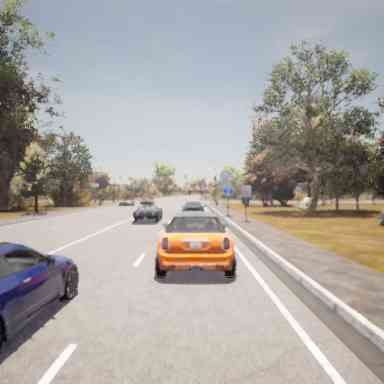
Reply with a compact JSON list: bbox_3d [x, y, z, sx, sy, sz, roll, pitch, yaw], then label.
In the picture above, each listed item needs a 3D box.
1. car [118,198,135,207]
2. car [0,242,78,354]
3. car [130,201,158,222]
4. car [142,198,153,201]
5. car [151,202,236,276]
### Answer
[{"bbox_3d":[-10.561,1.673,53.753,1.895,1.301,4.718,0,0,1],"label":"car"},{"bbox_3d":[-3.403,1.533,5.399,1.812,1.442,4.674,0,0,0],"label":"car"},{"bbox_3d":[-3.399,1.636,26.475,1.895,1.301,4.718,0,0,0],"label":"car"},{"bbox_3d":[-7.069,1.671,52.211,1.895,1.301,4.718,0,0,0],"label":"car"},{"bbox_3d":[0.099,1.367,10.504,2.097,1.767,4.553,0,0,0],"label":"car"}]
